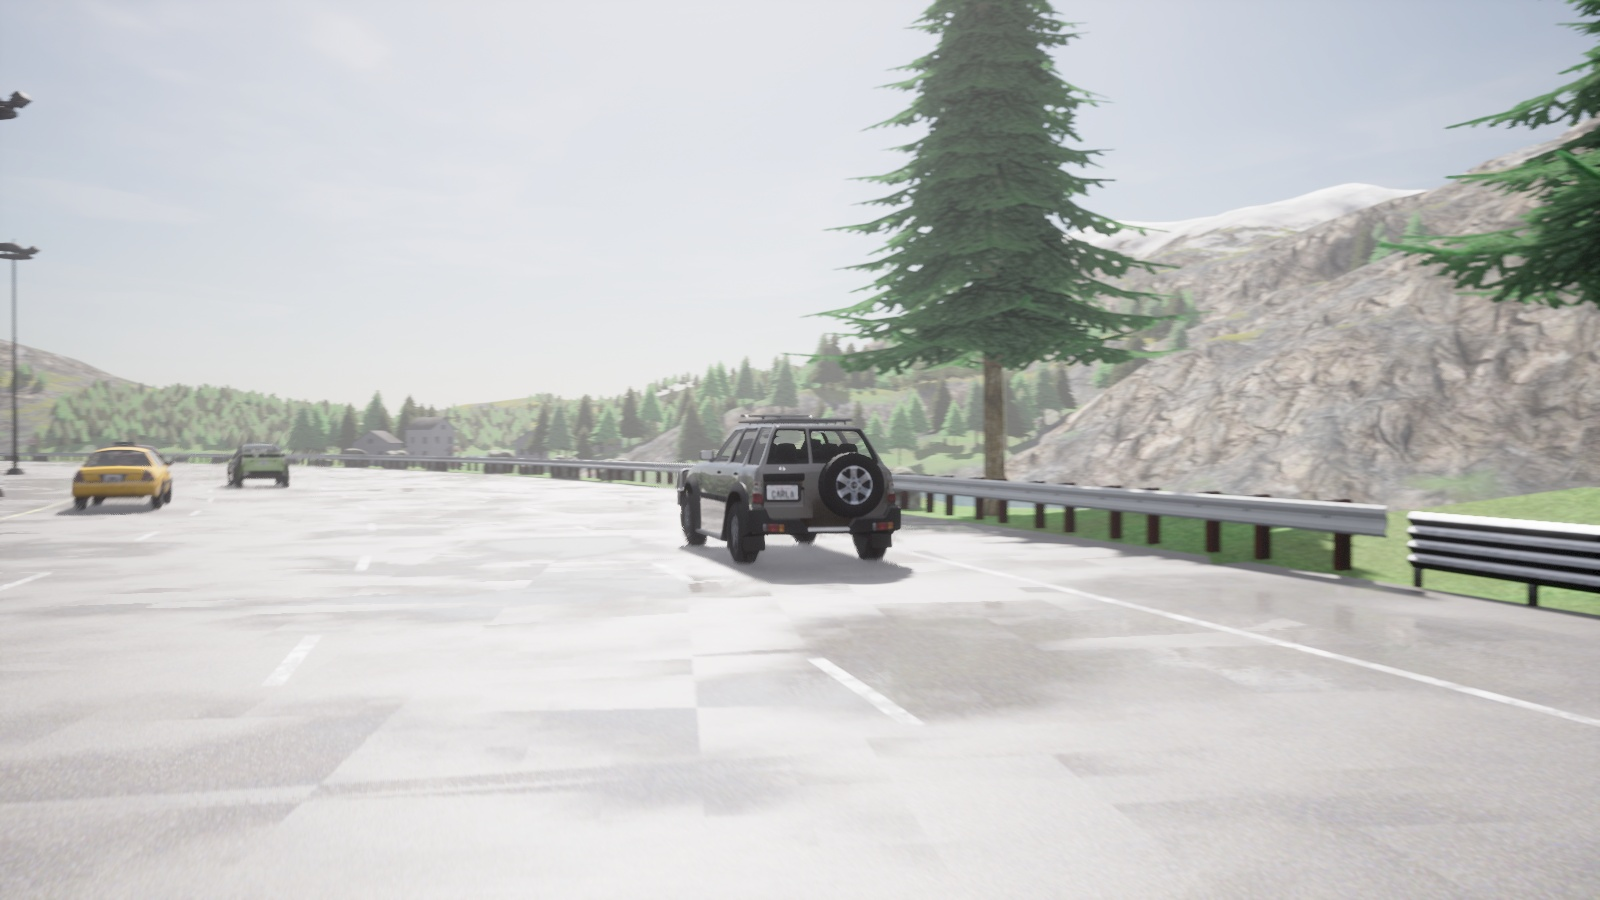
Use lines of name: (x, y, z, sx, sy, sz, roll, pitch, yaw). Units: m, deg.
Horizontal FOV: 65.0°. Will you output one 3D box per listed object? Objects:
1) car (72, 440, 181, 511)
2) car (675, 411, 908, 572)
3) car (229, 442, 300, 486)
car: (-16.232, 0.546, 30.486, 1.801, 1.575, 5.366, 0, 0, -22)
car: (-0.296, 0.468, 16.941, 1.932, 1.855, 4.605, 0, 0, -17)
car: (-19.605, 0.474, 45.863, 2.007, 1.525, 4.514, 0, 0, -28)
